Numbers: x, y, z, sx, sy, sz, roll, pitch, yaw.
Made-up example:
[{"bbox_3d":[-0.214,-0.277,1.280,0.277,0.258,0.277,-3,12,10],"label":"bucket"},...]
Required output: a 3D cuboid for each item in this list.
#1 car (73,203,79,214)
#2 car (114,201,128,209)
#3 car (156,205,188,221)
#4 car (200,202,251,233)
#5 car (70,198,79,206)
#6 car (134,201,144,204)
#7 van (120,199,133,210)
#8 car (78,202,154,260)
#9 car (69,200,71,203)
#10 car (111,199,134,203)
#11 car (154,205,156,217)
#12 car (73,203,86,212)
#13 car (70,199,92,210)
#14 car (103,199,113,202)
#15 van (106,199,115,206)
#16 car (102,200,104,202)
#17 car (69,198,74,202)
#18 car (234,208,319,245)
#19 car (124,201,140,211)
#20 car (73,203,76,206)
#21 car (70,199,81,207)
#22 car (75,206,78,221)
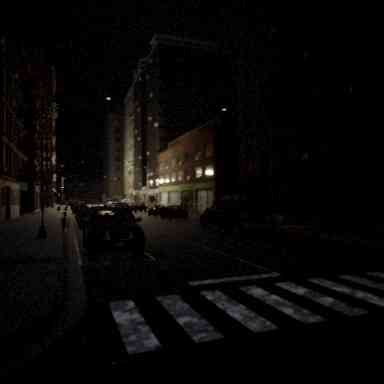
[{"bbox_3d":[-9.275,1.982,29.548,1.887,1.381,4.507,0,-1,-21],"label":"car"},{"bbox_3d":[-13.688,2.475,64.266,2.008,1.369,4.403,0,-1,-21],"label":"car"},{"bbox_3d":[-1.753,1.975,32.355,1.887,1.381,4.507,0,-1,-21],"label":"car"},{"bbox_3d":[2.224,1.579,21.721,2.192,1.841,5.009,0,-1,-21],"label":"car"},{"bbox_3d":[-31.164,2.652,88.046,2.192,1.841,5.009,0,-1,-21],"label":"car"},{"bbox_3d":[-7.720,2.223,48.310,1.887,1.381,4.507,0,-1,-21],"label":"car"},{"bbox_3d":[-11.699,2.183,58.950,1.690,1.788,3.998,0,-1,-21],"label":"van"},{"bbox_3d":[-3.307,1.503,13.599,2.192,1.841,5.009,0,-1,-21],"label":"car"},{"bbox_3d":[-19.224,2.415,56.137,1.947,1.339,4.313,0,-1,-21],"label":"car"},{"bbox_3d":[-9.916,2.150,46.938,1.882,1.535,5.008,0,-1,-20],"label":"car"},{"bbox_3d":[-3.742,2.095,37.672,1.802,1.307,4.206,0,-1,-21],"label":"car"},{"bbox_3d":[-17.234,2.349,50.819,1.802,1.307,4.206,0,-1,-21],"label":"car"},{"bbox_3d":[-15.245,2.125,45.503,1.967,1.590,4.097,0,-1,-21],"label":"car"},{"bbox_3d":[-13.403,2.342,56.240,1.812,1.442,4.674,0,-1,-21],"label":"car"},{"bbox_3d":[-19.656,2.509,80.224,1.690,1.788,3.998,0,-1,-21],"label":"van"},{"bbox_3d":[-21.645,2.564,85.543,2.192,1.841,5.009,0,-1,-21],"label":"car"},{"bbox_3d":[-21.215,2.246,61.458,2.192,1.841,5.009,0,-1,-21],"label":"car"},{"bbox_3d":[4.155,1.708,16.558,1.752,1.417,4.829,0,-1,-21],"label":"car"},{"bbox_3d":[-9.710,2.200,53.630,1.967,1.590,4.097,0,-1,-21],"label":"car"},{"bbox_3d":[-11.264,2.102,34.866,1.802,1.307,4.206,0,-1,-21],"label":"car"},{"bbox_3d":[-27.184,2.491,77.411,2.192,1.841,5.009,0,-1,-21],"label":"car"},{"bbox_3d":[-7.285,1.920,24.231,1.947,1.339,4.313,0,-1,-21],"label":"car"}]
